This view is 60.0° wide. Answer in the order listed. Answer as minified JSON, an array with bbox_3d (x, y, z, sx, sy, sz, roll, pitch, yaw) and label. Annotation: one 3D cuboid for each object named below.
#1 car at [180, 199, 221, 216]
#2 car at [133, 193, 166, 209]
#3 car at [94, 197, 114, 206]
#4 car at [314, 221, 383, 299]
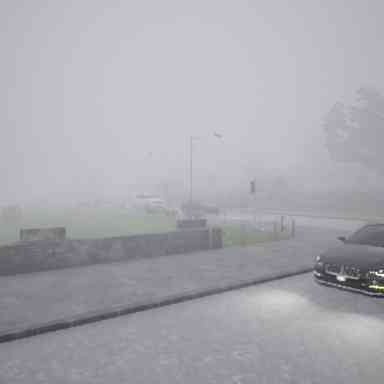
[{"bbox_3d":[0.785,1.478,33.139,1.882,1.535,5.008,0,0,-36],"label":"car"},{"bbox_3d":[-5.474,1.219,41.923,2.150,2.045,5.566,0,0,-36],"label":"car"},{"bbox_3d":[-14.536,1.520,54.774,1.882,1.535,5.008,0,0,-36],"label":"car"},{"bbox_3d":[5.006,1.505,8.179,4.892,1.490,1.837,0,0,-36],"label":"car"}]
